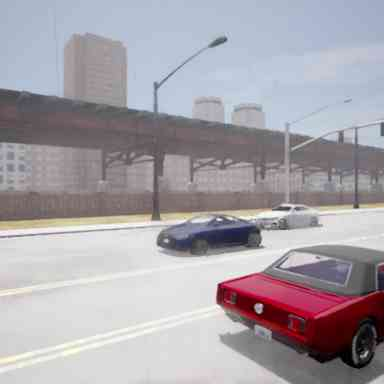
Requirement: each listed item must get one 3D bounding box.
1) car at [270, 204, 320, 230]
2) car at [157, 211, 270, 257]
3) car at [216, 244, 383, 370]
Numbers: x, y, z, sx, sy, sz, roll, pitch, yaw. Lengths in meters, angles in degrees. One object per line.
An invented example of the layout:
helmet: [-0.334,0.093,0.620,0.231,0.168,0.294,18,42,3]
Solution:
car: [6.052,1.486,20.769,4.674,1.442,1.812,0,0,-34]
car: [0.742,1.545,12.943,4.181,1.385,1.994,0,0,-34]
car: [2.793,1.588,5.682,4.718,1.301,1.895,0,0,-34]
